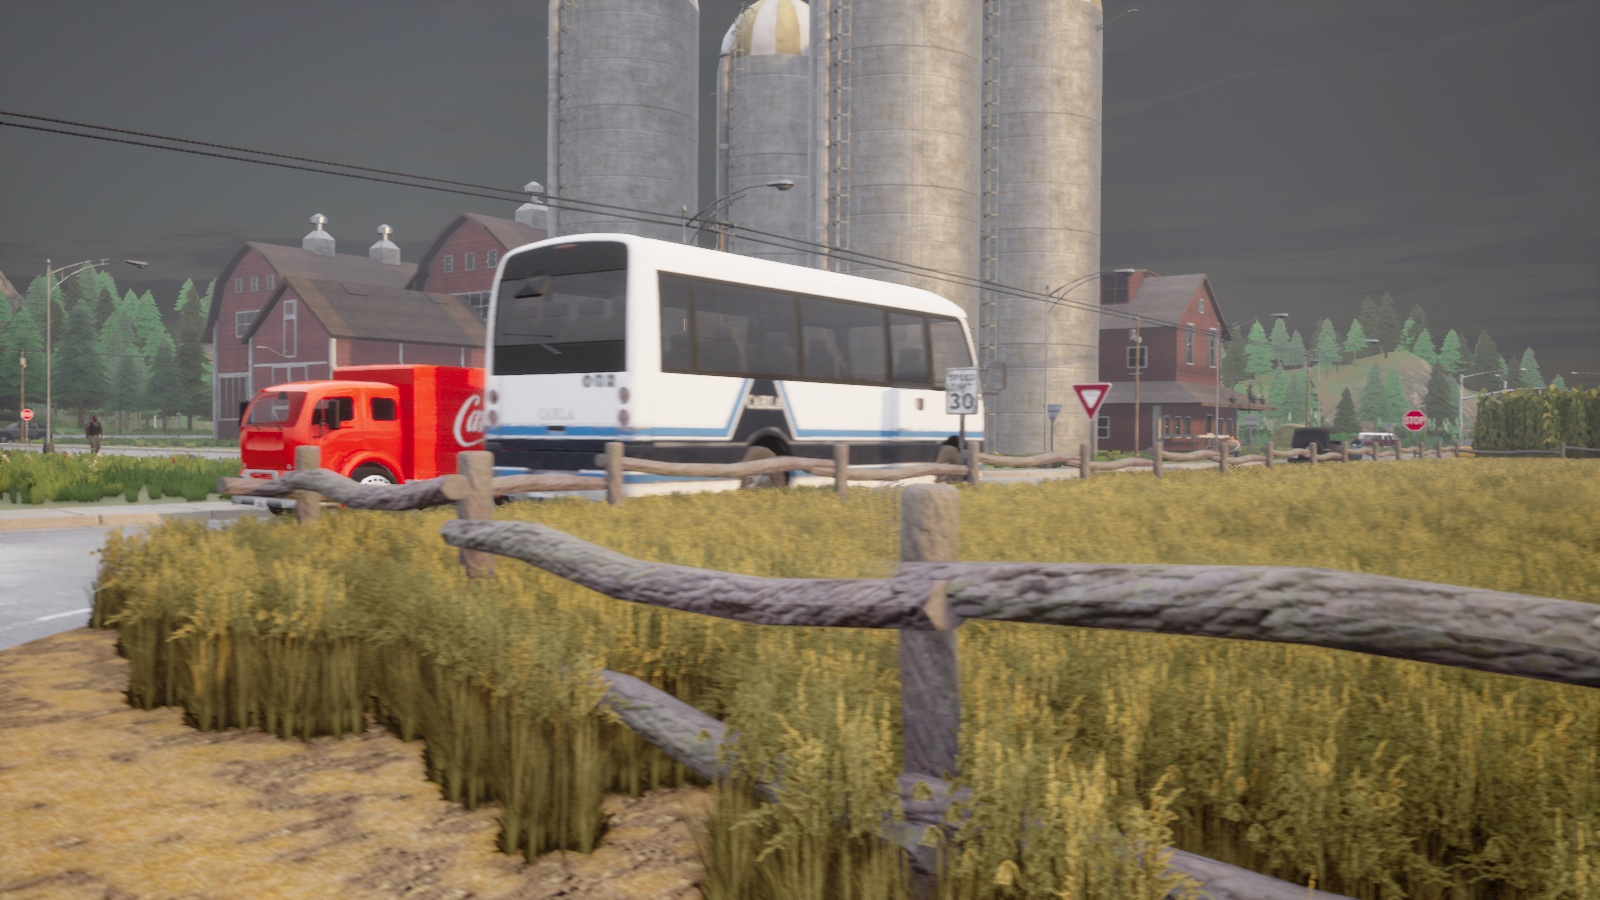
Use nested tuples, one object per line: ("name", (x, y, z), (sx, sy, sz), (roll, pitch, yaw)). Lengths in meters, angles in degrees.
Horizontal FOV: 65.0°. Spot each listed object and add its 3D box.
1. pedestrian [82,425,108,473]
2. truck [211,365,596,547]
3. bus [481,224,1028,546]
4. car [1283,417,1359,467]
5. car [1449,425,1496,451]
("pedestrian", (-27.972, -0.039, 49.825), (0.849, 1.883, 0.563), (0, 1, 35))
("truck", (-6.058, 0.026, 19.843), (2.627, 2.467, 5.204), (0, 1, 37))
("bus", (-0.149, -0.942, 21.929), (3.944, 4.253, 10.273), (0, 1, 37))
("car", (20.751, -0.340, 49.923), (1.905, 1.878, 3.866), (0, 1, 37))
("car", (41.971, -0.776, 78.332), (1.801, 1.575, 5.366), (0, 1, 37))
